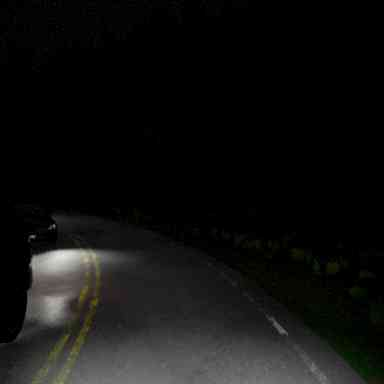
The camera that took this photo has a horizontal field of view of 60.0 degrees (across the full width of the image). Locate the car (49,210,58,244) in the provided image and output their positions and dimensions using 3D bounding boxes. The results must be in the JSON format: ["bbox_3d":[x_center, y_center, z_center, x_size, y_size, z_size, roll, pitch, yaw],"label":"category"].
[{"bbox_3d":[-6.437,1.023,12.643,1.812,1.442,4.674,1,3,-34],"label":"car"}]

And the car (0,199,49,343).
[{"bbox_3d":[-3.446,1.140,3.192,2.150,2.045,5.566,1,1,-6],"label":"car"}]
